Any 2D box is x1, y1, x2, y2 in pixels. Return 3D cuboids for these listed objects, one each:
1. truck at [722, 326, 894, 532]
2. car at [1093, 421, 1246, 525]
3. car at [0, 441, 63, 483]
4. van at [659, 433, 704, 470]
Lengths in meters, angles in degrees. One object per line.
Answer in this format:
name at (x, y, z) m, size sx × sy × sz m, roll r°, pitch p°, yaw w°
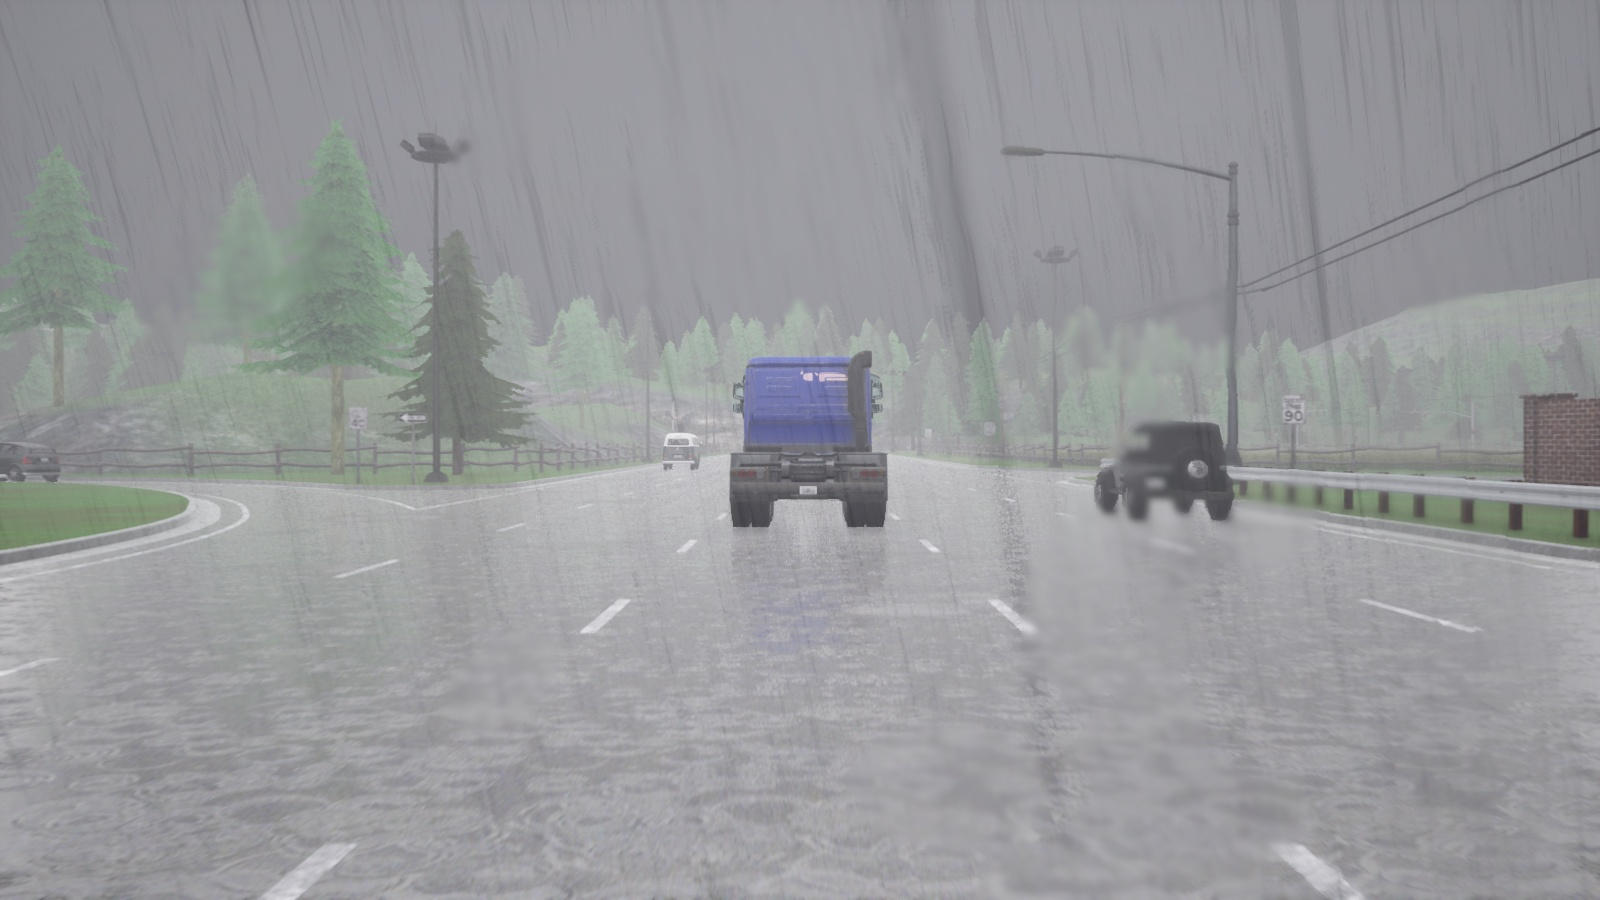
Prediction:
truck at (0.158, -0.377, 25.072) m, size 2.891 × 3.462 × 7.936 m, roll 0°, pitch 0°, yaw 0°
car at (7.155, 0.409, 24.723) m, size 1.905 × 1.878 × 3.866 m, roll 0°, pitch 0°, yaw 0°
car at (-30.240, 0.431, 47.791) m, size 3.705 × 1.549 × 1.789 m, roll 0°, pitch 0°, yaw 18°
van at (-6.589, 0.070, 70.074) m, size 2.069 × 2.038 × 4.480 m, roll 0°, pitch 0°, yaw 0°
